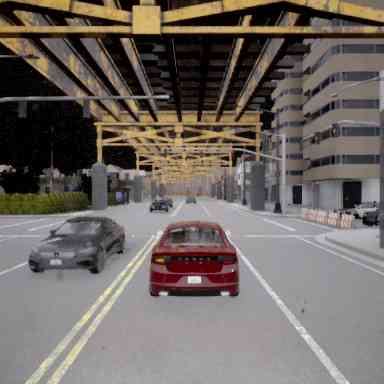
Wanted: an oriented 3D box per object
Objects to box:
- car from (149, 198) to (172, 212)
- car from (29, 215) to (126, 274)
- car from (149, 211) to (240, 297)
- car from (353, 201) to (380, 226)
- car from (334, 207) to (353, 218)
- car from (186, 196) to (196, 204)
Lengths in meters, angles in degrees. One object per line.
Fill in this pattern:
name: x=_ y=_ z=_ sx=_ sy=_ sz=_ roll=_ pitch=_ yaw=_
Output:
car: x=-3.684 y=1.564 z=38.282 sx=1.994 sy=1.385 sz=4.181 roll=0 pitch=0 yaw=0
car: x=-3.387 y=1.526 z=10.765 sx=1.812 sy=1.442 sz=4.674 roll=0 pitch=0 yaw=2
car: x=0.053 y=1.478 z=8.643 sx=1.882 sy=1.535 sz=5.008 roll=0 pitch=0 yaw=0
car: x=13.211 y=1.453 z=21.343 sx=4.974 sy=1.542 sz=2.038 roll=0 pitch=0 yaw=-20
car: x=13.574 y=1.295 z=25.481 sx=4.536 sy=1.218 sz=1.853 roll=0 pitch=0 yaw=25
car: x=-0.153 y=1.547 z=63.319 sx=2.033 sy=1.411 sz=5.357 roll=0 pitch=0 yaw=0
